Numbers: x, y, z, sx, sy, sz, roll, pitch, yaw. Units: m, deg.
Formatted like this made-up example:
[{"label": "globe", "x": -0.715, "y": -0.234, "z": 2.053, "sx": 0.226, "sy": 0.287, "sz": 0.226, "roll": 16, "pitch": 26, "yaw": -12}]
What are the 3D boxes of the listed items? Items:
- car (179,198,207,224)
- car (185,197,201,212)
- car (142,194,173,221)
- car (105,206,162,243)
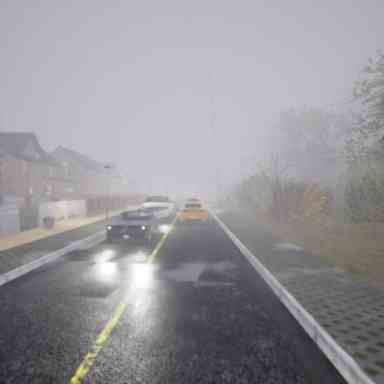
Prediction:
[{"label": "car", "x": 0.088, "y": 1.441, "z": 24.230, "sx": 1.882, "sy": 1.535, "sz": 5.008, "roll": 0, "pitch": 0, "yaw": 0}, {"label": "car", "x": 0.112, "y": 1.440, "z": 39.695, "sx": 1.837, "sy": 1.490, "sz": 4.892, "roll": 0, "pitch": 1, "yaw": 0}, {"label": "car", "x": -2.721, "y": 1.179, "z": 26.887, "sx": 2.150, "sy": 2.045, "sz": 5.566, "roll": 0, "pitch": 0, "yaw": 0}, {"label": "car", "x": -2.747, "y": 1.577, "z": 16.155, "sx": 1.895, "sy": 1.301, "sz": 4.718, "roll": 0, "pitch": 0, "yaw": 0}]
